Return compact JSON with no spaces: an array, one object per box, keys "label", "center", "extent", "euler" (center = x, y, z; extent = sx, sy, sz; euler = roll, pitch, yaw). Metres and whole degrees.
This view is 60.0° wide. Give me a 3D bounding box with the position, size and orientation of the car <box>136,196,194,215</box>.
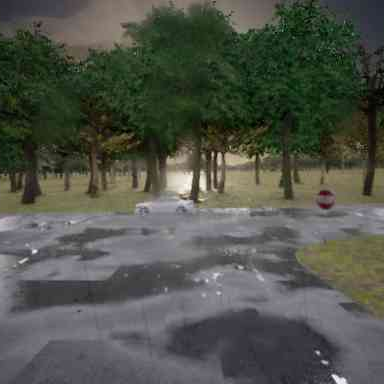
[{"label":"car","center":[-2.149,1.064,26.550],"extent":[4.674,1.442,1.812],"euler":[-1,2,0]}]
